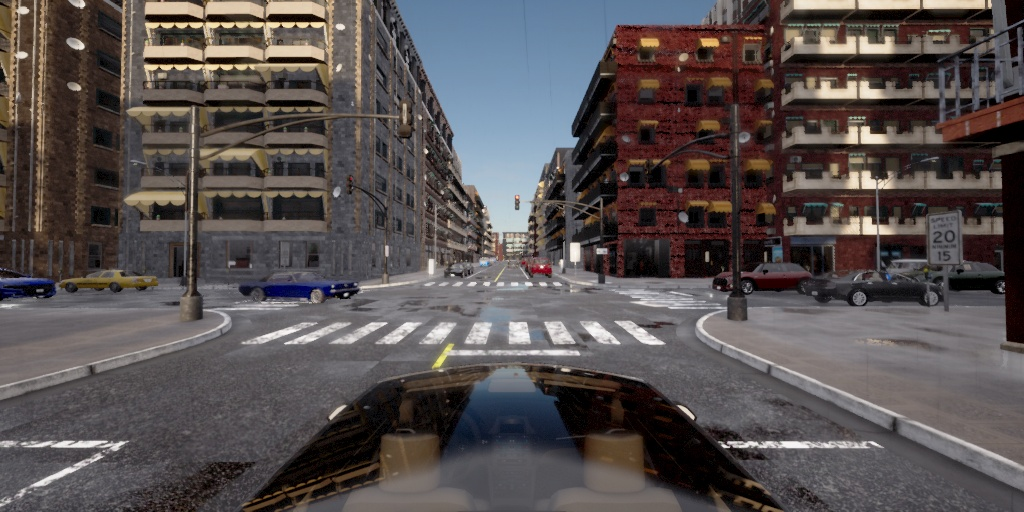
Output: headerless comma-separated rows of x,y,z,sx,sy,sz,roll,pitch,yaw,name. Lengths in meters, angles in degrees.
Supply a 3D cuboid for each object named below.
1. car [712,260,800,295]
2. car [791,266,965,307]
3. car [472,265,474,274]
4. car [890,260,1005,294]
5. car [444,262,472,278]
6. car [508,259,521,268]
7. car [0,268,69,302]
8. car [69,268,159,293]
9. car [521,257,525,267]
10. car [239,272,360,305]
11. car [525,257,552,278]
13.246,1.102,19.115,4.553,1.767,2.097,0,-1,-1,car
13.765,1.185,13.702,4.403,1.370,2.007,0,0,0,car
-5.250,1.331,39.544,1.948,1.339,4.313,0,0,0,car
23.095,1.079,19.096,4.553,1.767,2.097,0,-1,0,car
-5.259,1.328,33.983,1.948,1.339,4.313,0,0,0,car
0.204,1.306,61.517,2.128,1.511,4.902,0,0,0,car
-23.990,1.275,16.338,5.008,1.535,1.882,1,-1,0,car
-24.409,1.436,21.739,4.829,1.417,1.751,0,0,0,car
2.641,1.086,45.138,2.192,1.841,5.009,0,0,0,car
-9.134,1.338,15.591,4.718,1.301,1.895,0,-1,12,car
2.622,1.077,34.015,2.192,1.841,5.009,0,0,0,car
